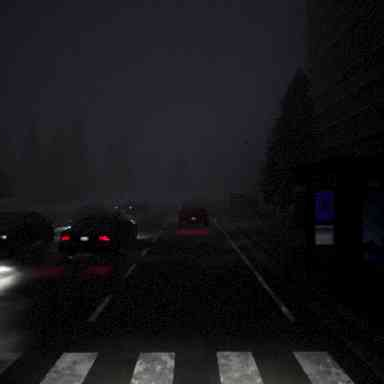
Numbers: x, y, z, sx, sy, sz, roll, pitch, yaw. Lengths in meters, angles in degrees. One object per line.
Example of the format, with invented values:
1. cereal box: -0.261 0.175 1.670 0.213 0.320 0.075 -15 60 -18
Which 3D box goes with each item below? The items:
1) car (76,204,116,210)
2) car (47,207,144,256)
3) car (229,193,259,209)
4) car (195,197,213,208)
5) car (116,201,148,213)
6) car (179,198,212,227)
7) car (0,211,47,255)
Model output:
1. car: -7.002 1.534 23.177 1.994 1.385 4.181 0 0 1
2. car: -3.403 1.523 13.023 2.033 1.411 5.357 0 0 0
3. car: 7.078 1.143 45.245 2.150 2.045 5.566 0 0 37
4. car: 0.944 1.411 42.284 1.882 1.535 5.008 0 0 30
5. car: -6.012 1.558 33.420 1.895 1.301 4.718 0 0 12
6. car: 0.150 1.436 22.594 1.882 1.535 5.008 0 0 2
7. car: -7.091 1.508 13.299 1.812 1.442 4.674 0 0 0
